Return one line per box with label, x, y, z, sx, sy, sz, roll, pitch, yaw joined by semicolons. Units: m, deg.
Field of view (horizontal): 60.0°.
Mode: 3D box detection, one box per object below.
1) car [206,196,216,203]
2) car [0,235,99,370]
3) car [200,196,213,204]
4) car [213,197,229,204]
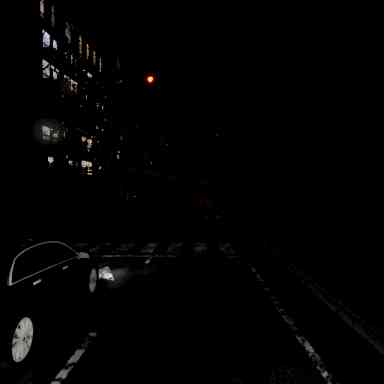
car;4.613;1.802;79.107;1.837;1.490;4.892;0;0;11
car;-3.047;1.507;5.679;1.837;1.490;4.892;0;0;1
car;2.945;1.586;69.215;2.097;1.767;4.553;0;0;9
car;6.068;1.736;68.214;1.837;1.490;4.892;0;0;10
